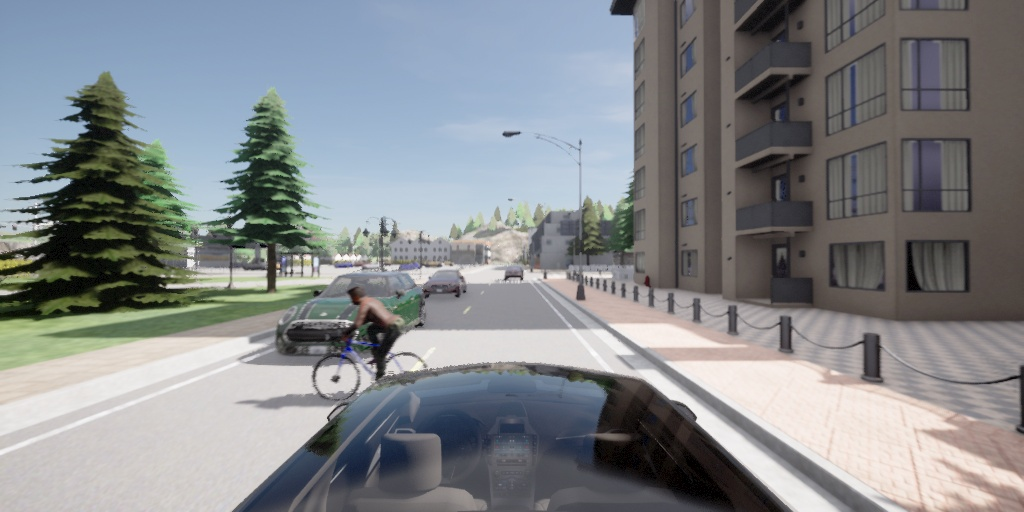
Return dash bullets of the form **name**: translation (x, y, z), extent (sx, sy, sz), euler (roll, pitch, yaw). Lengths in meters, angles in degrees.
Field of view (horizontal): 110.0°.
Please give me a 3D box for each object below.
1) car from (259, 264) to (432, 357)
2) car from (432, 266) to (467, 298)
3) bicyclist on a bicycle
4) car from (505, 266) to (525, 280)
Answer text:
- **car**: translation (-3.615, 1.185, 8.927), extent (2.097, 1.767, 4.553), euler (0, -1, 0)
- **car**: translation (-3.636, 1.489, 20.189), extent (1.812, 1.442, 4.674), euler (0, -1, 0)
- **bicyclist on a bicycle**: translation (-1.999, 1.242, 5.035), extent (1.656, 1.620, 0.582), euler (-2, -1, 0)
- **car**: translation (0.306, 1.697, 36.413), extent (2.033, 1.411, 5.357), euler (0, -1, 4)
